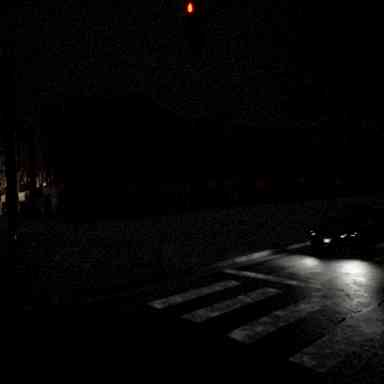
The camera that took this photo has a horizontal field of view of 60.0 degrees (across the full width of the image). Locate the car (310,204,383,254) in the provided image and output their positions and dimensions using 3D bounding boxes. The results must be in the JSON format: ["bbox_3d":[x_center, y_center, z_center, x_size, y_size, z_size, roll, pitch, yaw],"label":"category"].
[{"bbox_3d":[6.345,1.278,12.548,4.892,1.490,1.837,-3,-2,-39],"label":"car"}]
